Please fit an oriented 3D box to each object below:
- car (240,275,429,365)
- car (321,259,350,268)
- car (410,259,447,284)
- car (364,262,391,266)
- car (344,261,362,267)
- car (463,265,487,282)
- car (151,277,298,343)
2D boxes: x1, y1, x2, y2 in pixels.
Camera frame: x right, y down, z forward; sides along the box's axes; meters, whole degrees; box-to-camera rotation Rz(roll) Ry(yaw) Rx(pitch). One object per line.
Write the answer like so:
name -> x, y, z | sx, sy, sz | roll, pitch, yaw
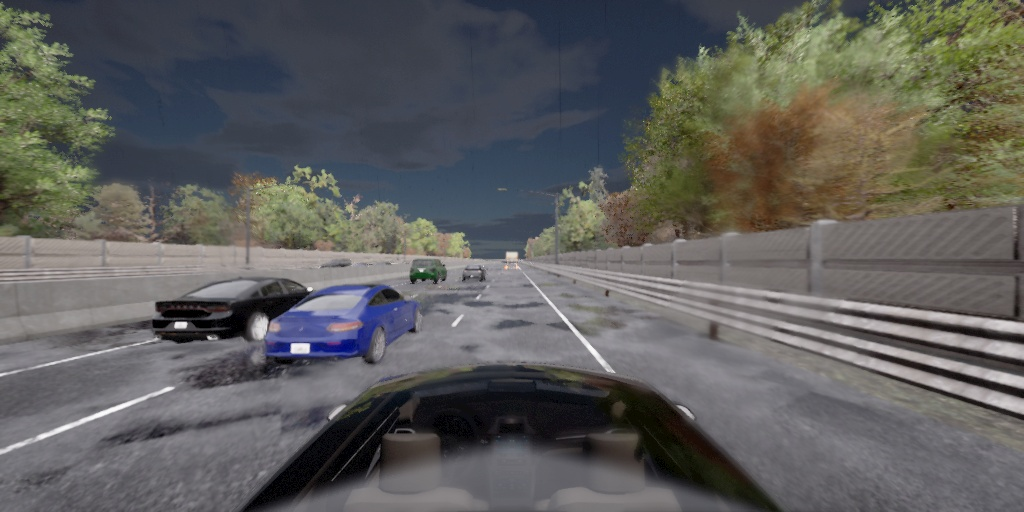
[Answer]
car -> -3.404, 1.334, 8.070 | 1.812, 1.442, 4.674 | 0, 0, 0
car -> -24.555, 1.444, 50.421 | 2.150, 2.045, 5.566 | 0, 0, 1
car -> -6.908, 1.243, 30.050 | 2.150, 2.045, 5.566 | 0, 0, 0
car -> -17.580, 1.553, 48.096 | 2.097, 1.767, 4.553 | 0, -1, 0
car -> -21.052, 1.773, 50.471 | 2.033, 1.411, 5.357 | 0, -1, 1
car -> -3.409, 1.542, 33.158 | 2.128, 1.511, 4.902 | 0, 0, 0
car -> -6.903, 1.304, 9.948 | 1.882, 1.535, 5.008 | 0, 0, 0
